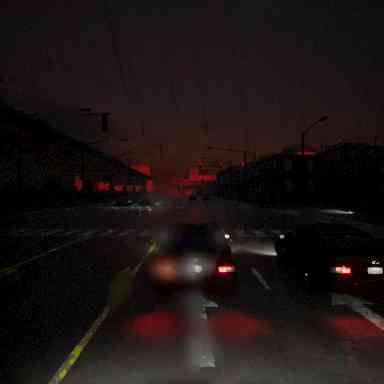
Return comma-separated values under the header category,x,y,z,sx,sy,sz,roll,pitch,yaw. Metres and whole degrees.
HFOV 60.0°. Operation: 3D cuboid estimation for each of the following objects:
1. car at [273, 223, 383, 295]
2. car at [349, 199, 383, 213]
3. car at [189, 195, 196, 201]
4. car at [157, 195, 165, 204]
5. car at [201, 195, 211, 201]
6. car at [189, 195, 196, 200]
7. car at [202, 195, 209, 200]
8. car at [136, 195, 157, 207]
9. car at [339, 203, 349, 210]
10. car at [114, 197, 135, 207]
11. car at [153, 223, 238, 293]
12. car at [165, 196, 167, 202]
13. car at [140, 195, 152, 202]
category,x,y,z,sx,sy,sz,roll,pitch,yaw
car,3.582,1.547,8.854,2.033,1.411,5.357,0,0,2
car,20.050,1.564,36.375,4.181,1.385,1.994,0,0,0
car,0.207,1.540,83.246,2.033,1.411,5.357,0,0,0
car,-6.880,1.599,64.906,1.895,1.301,4.718,0,0,1
car,3.709,1.553,84.194,1.994,1.385,4.181,0,0,0
car,0.232,1.500,93.755,1.837,1.490,4.892,0,0,0
car,3.733,1.524,94.009,1.812,1.442,4.674,0,0,0
car,-6.962,1.601,51.207,1.895,1.301,4.718,0,0,0
car,20.634,1.547,39.879,5.357,1.411,2.033,0,0,0
car,-10.462,1.478,50.712,1.882,1.535,5.008,0,0,0
car,0.091,1.547,8.962,2.033,1.411,5.357,0,0,0
car,-6.813,1.478,75.568,1.882,1.535,5.008,0,0,0
car,-10.315,1.478,74.817,1.882,1.535,5.008,0,0,0
